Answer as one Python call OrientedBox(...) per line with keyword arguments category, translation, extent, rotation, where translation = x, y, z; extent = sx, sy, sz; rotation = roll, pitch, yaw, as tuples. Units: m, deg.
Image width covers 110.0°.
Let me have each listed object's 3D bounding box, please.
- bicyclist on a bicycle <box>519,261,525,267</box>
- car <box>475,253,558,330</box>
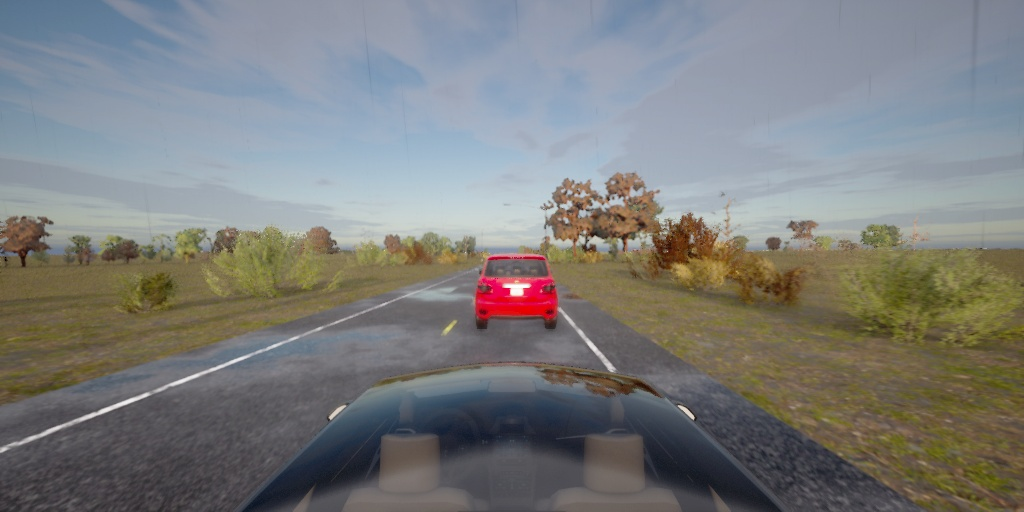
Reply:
OrientedBox(category="bicyclist on a bicycle", translation=(1.051, 1.048, 36.613), extent=(0.659, 1.776, 1.843), rotation=(0, 0, 0))
OrientedBox(category="car", translation=(0.121, 0.950, 11.198), extent=(2.150, 2.045, 5.566), rotation=(0, 0, 0))
